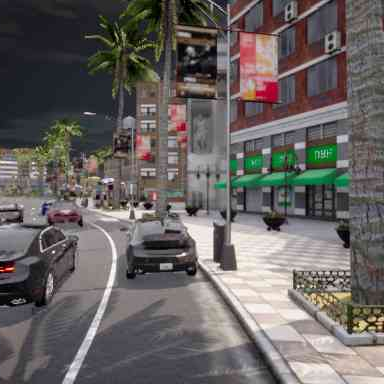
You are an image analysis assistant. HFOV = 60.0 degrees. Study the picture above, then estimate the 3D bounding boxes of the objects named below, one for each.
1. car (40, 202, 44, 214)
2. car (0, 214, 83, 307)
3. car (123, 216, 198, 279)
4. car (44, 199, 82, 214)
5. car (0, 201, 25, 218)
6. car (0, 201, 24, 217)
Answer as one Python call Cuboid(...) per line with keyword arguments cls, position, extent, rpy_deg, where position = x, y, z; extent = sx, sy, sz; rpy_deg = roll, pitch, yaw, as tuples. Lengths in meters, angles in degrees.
Cuboid(cls="car", position=(-14.125, 1.466, 33.556), extent=(1.882, 1.535, 5.008), rpy_deg=(0, 0, -27))
Cuboid(cls="car", position=(-3.952, 1.503, 7.843), extent=(1.837, 1.490, 4.892), rpy_deg=(0, 0, -9))
Cuboid(cls="car", position=(-1.087, 1.504, 10.197), extent=(1.837, 1.490, 4.892), rpy_deg=(0, 0, -11))
Cuboid(cls="car", position=(-8.869, 1.345, 22.988), extent=(2.097, 1.767, 4.553), rpy_deg=(0, 0, -25))
Cuboid(cls="car", position=(-12.358, 1.481, 22.222), extent=(2.128, 1.511, 4.902), rpy_deg=(0, 0, -25))
Cuboid(cls="car", position=(-17.676, 1.586, 32.830), extent=(1.895, 1.301, 4.718), rpy_deg=(0, 0, -26))
